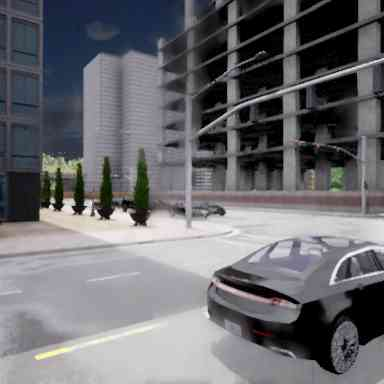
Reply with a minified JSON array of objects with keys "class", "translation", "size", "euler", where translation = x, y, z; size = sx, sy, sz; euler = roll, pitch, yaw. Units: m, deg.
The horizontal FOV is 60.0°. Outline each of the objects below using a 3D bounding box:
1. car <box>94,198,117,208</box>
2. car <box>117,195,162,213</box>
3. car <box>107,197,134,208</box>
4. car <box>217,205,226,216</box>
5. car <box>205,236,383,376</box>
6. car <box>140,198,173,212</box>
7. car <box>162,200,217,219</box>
[{"class":"car","translation":[-12.439,1.715,46.850],"size":[1.895,1.301,4.718],"euler":[0,0,-36]},{"class":"car","translation":[-6.090,1.334,38.005],"size":[2.150,2.045,5.566],"euler":[0,0,-36]},{"class":"car","translation":[-10.972,1.617,50.812],"size":[2.128,1.511,4.902],"euler":[0,0,-36]},{"class":"car","translation":[1.544,1.686,33.386],"size":[1.994,1.385,4.181],"euler":[0,0,-36]},{"class":"car","translation":[2.481,1.507,5.626],"size":[4.902,1.511,2.128],"euler":[0,0,-36]},{"class":"car","translation":[-4.501,1.601,41.794],"size":[1.882,1.535,5.008],"euler":[0,0,-36]},{"class":"car","translation":[-0.330,1.603,29.998],"size":[2.128,1.511,4.902],"euler":[0,0,-36]}]
